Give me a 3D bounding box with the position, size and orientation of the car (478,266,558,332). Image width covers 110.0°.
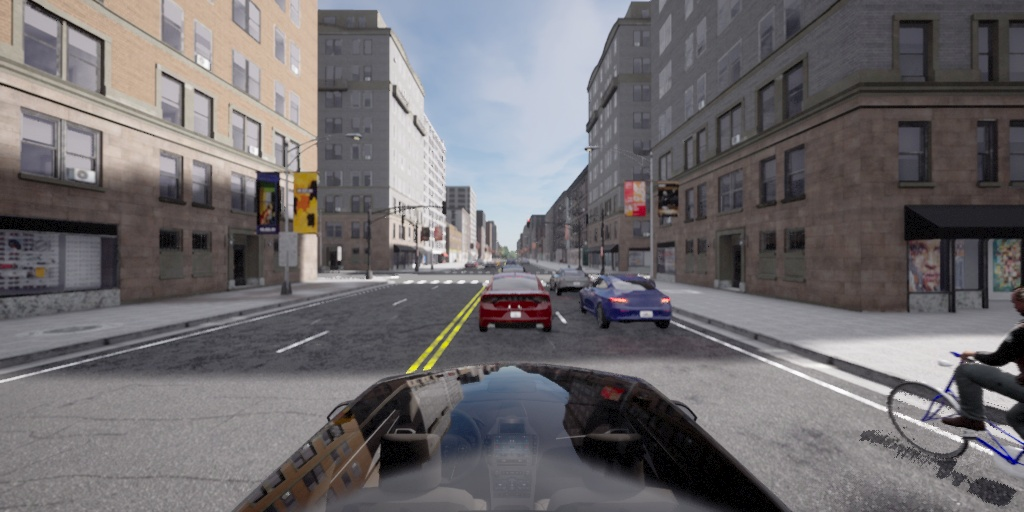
[{"bbox_3d":[0.079,1.238,10.947,1.882,1.535,5.008,0,0,0],"label":"car"}]

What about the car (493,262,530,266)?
[{"bbox_3d":[0.055,1.278,20.512,1.837,1.490,4.892,0,0,0],"label":"car"}]

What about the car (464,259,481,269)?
[{"bbox_3d":[-6.720,1.427,58.876,1.895,1.301,4.718,0,0,0],"label":"car"}]

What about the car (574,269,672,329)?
[{"bbox_3d":[3.324,1.287,11.174,1.812,1.442,4.674,0,0,0],"label":"car"}]

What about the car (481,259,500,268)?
[{"bbox_3d":[-3.473,1.427,58.893,1.895,1.301,4.718,0,0,0],"label":"car"}]

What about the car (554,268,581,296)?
[{"bbox_3d":[3.207,1.336,19.772,1.994,1.385,4.181,0,0,0],"label":"car"}]

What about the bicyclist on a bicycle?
[{"bbox_3d":[4.142,1.122,3.044,0.659,1.776,1.843,0,0,0],"label":"bicyclist on a bicycle"}]
